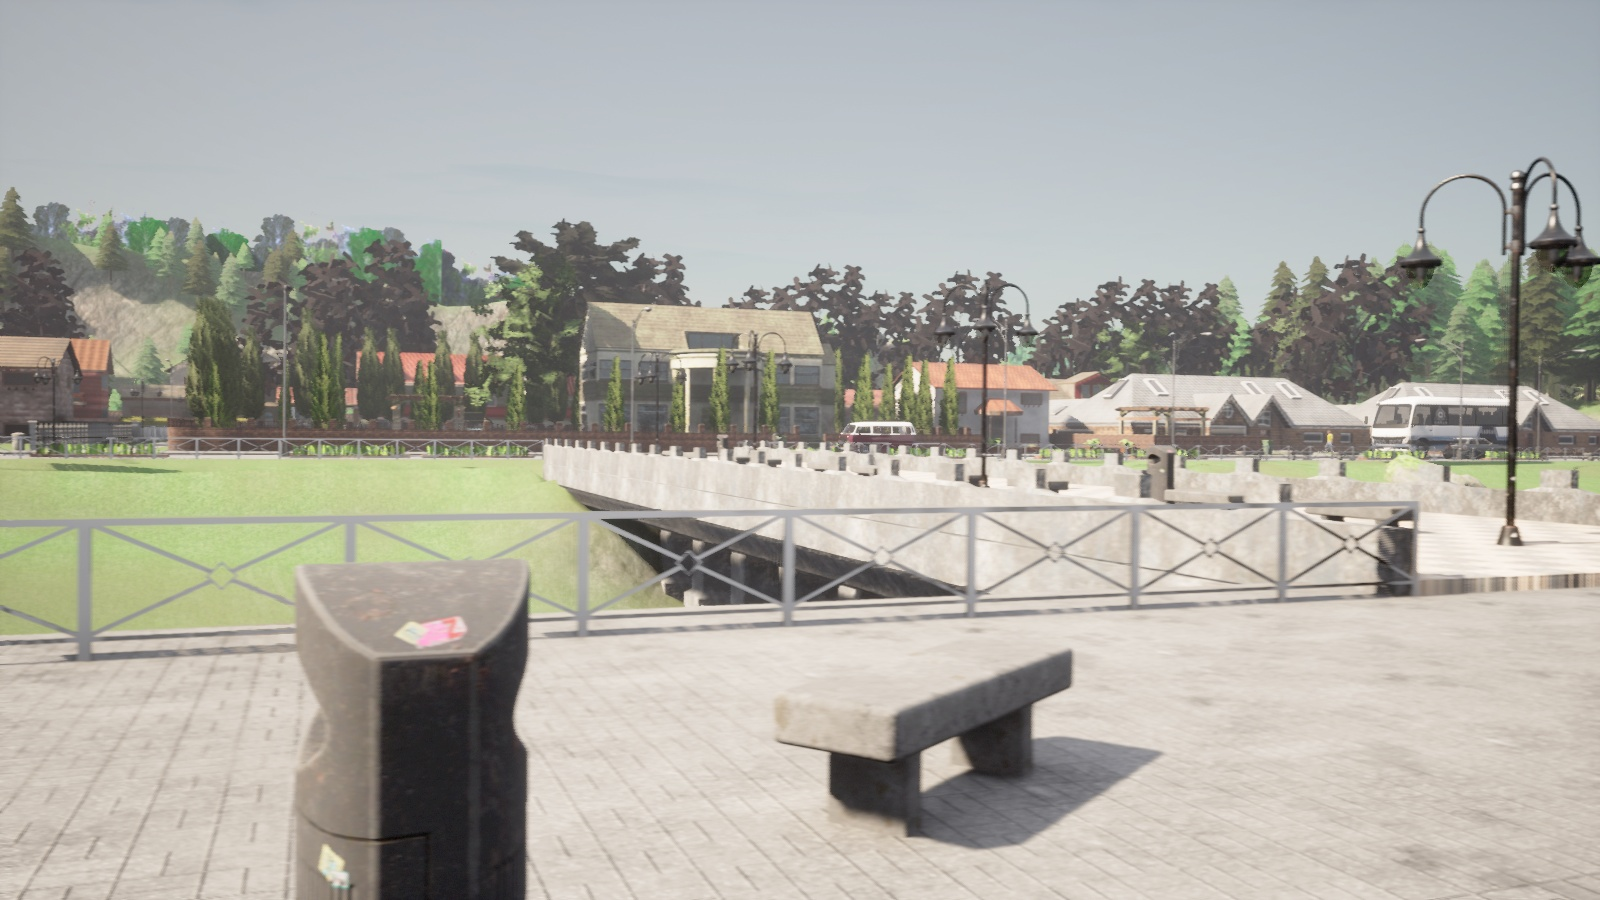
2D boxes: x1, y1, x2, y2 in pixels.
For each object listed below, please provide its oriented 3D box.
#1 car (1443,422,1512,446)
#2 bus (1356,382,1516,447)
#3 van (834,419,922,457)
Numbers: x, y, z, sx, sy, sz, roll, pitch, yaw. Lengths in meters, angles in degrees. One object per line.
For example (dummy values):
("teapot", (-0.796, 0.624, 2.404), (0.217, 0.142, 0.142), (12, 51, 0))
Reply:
("car", (44.430, -1.057, 82.325), (3.806, 1.475, 1.970), (-1, 1, -21))
("bus", (43.727, -2.456, 86.320), (10.273, 4.253, 3.944), (-1, 1, -21))
("van", (4.434, -0.689, 71.426), (4.480, 2.038, 2.069), (-1, 1, -21))
